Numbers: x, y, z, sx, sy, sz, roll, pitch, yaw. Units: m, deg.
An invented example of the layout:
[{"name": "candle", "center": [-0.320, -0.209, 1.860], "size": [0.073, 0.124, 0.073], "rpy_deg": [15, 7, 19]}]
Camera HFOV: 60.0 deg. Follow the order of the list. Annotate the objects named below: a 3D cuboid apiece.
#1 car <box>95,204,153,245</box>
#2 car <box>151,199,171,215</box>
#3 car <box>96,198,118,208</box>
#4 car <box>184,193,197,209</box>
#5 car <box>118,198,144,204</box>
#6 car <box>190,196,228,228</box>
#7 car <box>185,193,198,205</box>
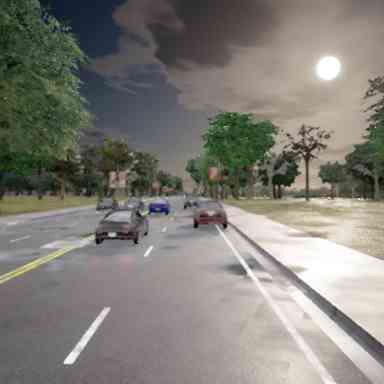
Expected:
[{"name": "car", "center": [-3.144, 1.510, 15.428], "size": [1.812, 1.442, 4.674], "rpy_deg": [0, 0, 0]}, {"name": "car", "center": [-3.178, 1.438, 33.402], "size": [1.882, 1.535, 5.008], "rpy_deg": [0, 0, 0]}, {"name": "car", "center": [-9.873, 1.460, 39.087], "size": [1.837, 1.490, 4.892], "rpy_deg": [0, 0, 0]}, {"name": "car", "center": [0.008, 1.305, 43.853], "size": [2.097, 1.767, 4.553], "rpy_deg": [0, 0, 0]}, {"name": "car", "center": [-6.623, 1.447, 38.022], "size": [2.128, 1.511, 4.902], "rpy_deg": [0, 0, 0]}, {"name": "car", "center": [1.121, 1.327, 21.902], "size": [2.097, 1.767, 4.553], "rpy_deg": [0, 0, 0]}, {"name": "car", "center": [-0.050, 1.183, 57.365], "size": [2.150, 2.045, 5.566], "rpy_deg": [0, 0, 0]}]
